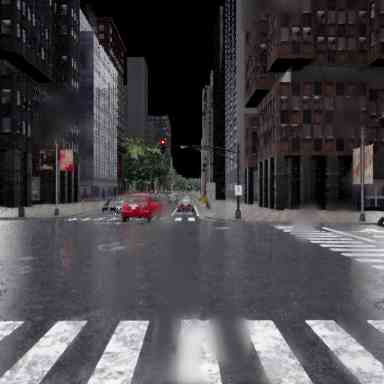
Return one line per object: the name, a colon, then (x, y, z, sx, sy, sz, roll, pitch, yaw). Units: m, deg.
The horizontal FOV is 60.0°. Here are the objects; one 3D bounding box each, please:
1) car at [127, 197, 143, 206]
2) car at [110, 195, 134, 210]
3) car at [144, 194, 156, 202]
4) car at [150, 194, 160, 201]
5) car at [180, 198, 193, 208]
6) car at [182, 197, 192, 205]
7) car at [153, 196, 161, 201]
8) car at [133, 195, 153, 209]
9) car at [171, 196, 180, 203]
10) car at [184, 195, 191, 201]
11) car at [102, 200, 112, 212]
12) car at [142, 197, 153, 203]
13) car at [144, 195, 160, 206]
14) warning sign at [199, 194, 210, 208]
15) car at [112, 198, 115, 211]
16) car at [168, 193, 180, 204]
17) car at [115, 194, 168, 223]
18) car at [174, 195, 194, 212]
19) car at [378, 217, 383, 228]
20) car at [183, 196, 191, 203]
car: (-9.385, 1.570, 54.981, 1.752, 1.417, 4.829, 0, 0, -1)
car: (-9.288, 1.335, 44.300, 2.192, 1.841, 5.009, 0, 0, -1)
car: (-9.587, 1.417, 76.854, 2.192, 1.841, 5.009, 0, 0, -1)
car: (-9.687, 1.449, 87.706, 2.192, 1.841, 5.009, 0, 0, -1)
car: (-0.812, 1.615, 49.798, 1.802, 1.307, 4.206, 0, 0, -1)
car: (-0.912, 1.603, 60.648, 1.887, 1.381, 4.507, 0, 0, -1)
car: (-9.736, 1.696, 93.131, 1.887, 1.381, 4.507, 0, 0, -1)
car: (-6.629, 1.375, 45.536, 2.097, 1.767, 4.553, 0, 0, 0)
car: (-3.807, 1.694, 75.780, 1.895, 1.301, 4.718, 0, 0, -1)
car: (-1.162, 1.574, 87.772, 1.967, 1.590, 4.097, 0, 0, -1)
car: (-9.237, 1.574, 38.873, 1.947, 1.339, 4.313, 0, 0, -1)
car: (-9.536, 1.669, 71.428, 1.802, 1.307, 4.206, 0, 0, -1)
car: (-6.712, 1.399, 55.738, 2.097, 1.767, 4.553, 0, 0, 0)
warning sign: (1.565, 1.132, 42.641, 1.300, 1.860, 1.060, 0, 0, -1)
car: (-6.542, 1.223, 35.511, 2.150, 2.045, 5.566, 0, 0, -1)
car: (-3.618, 1.563, 65.591, 2.128, 1.511, 4.902, 0, 0, 0)
car: (-3.700, 1.195, 25.627, 2.150, 2.045, 5.566, 1, 0, 8)
car: (-0.713, 1.448, 38.949, 1.967, 1.590, 4.097, 0, 0, -1)
car: (14.094, 1.788, 20.933, 4.181, 1.385, 1.994, 1, 0, 0)
car: (-1.013, 1.613, 71.667, 1.752, 1.417, 4.829, 0, 0, -1)
